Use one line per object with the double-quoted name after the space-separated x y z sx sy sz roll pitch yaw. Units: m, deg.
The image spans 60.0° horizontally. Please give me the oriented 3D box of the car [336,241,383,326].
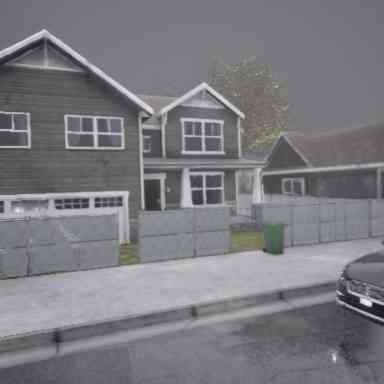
4.713 1.264 5.629 4.892 1.490 1.837 -1 1 -22 "car"
